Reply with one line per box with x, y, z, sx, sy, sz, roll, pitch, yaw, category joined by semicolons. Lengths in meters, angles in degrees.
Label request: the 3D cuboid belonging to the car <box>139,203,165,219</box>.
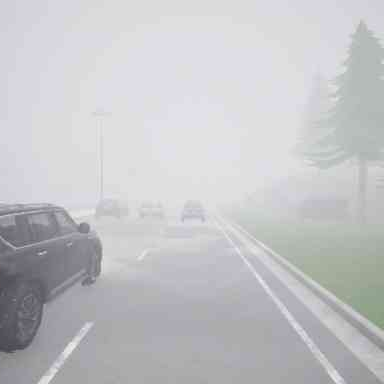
-3.410;1.601;29.401;1.895;1.301;4.718;0;0;0;car

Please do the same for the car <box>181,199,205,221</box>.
0.084;1.547;26.966;2.033;1.411;5.357;0;0;0;car

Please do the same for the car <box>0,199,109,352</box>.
-3.400;1.220;6.307;2.150;2.045;5.566;0;0;0;car

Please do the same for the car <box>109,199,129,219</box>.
-6.911;1.351;29.166;2.097;1.767;4.553;0;0;0;car

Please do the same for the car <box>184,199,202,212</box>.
0.084;1.547;40.129;2.033;1.411;5.357;0;0;0;car
